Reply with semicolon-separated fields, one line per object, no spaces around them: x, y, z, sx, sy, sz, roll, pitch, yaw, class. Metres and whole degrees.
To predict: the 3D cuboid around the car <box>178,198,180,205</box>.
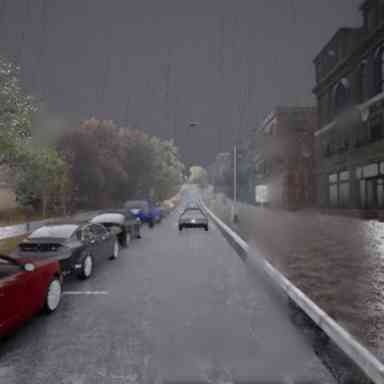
-3.675;2.042;55.588;2.002;1.452;4.674;0;0;2;car

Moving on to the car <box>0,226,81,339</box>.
-3.653;1.571;4.897;2.097;1.535;5.008;0;0;2;car

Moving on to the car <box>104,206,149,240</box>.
-3.658;1.674;15.994;2.097;1.535;5.008;0;-1;2;car

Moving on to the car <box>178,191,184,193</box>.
-3.670;1.414;85.604;2.231;1.521;4.892;1;3;2;car

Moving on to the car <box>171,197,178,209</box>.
-3.665;1.961;49.452;1.946;1.575;5.366;0;0;2;car

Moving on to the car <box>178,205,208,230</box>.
0.090;1.810;22.880;1.994;1.385;4.181;0;0;0;car

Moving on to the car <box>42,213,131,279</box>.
-3.655;1.633;10.453;2.231;1.521;4.892;0;-1;2;car

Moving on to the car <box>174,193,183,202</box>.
-3.657;1.776;68.848;2.185;1.767;4.553;2;1;2;car

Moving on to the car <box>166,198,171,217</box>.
-3.666;1.699;32.602;2.185;1.767;4.553;0;0;2;car

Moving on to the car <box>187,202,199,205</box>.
0.082;1.967;41.645;2.033;1.411;5.357;0;-1;0;car

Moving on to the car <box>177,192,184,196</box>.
-3.664;1.610;79.868;1.946;1.575;5.366;1;2;2;car

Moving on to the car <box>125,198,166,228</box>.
-3.661;1.494;24.950;2.435;2.045;5.566;0;-1;2;car

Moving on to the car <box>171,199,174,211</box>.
-3.678;1.931;38.204;2.163;1.488;4.792;-1;0;2;car
